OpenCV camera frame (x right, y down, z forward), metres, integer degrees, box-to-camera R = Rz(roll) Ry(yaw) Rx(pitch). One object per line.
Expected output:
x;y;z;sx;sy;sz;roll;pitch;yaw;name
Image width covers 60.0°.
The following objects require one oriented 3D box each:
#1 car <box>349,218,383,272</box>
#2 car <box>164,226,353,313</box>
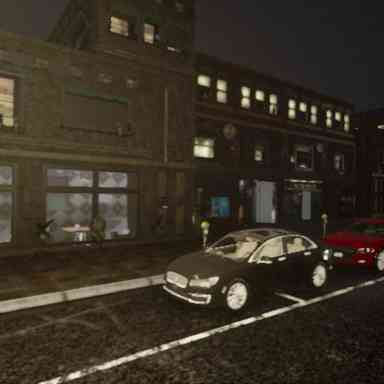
6.051;1.553;10.863;4.507;1.381;1.887;0;1;-35;car
1.457;1.555;7.585;4.403;1.369;2.008;0;1;-35;car
